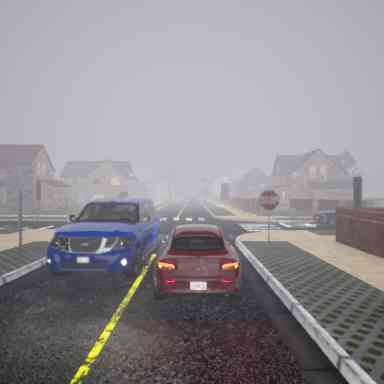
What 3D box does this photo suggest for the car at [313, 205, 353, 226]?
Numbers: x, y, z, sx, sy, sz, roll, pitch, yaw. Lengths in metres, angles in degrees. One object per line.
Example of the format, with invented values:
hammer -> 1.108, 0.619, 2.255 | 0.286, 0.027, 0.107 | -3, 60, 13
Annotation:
car -> 10.769, 1.640, 23.371 | 4.181, 1.385, 1.994 | 0, 0, -1

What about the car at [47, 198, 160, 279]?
car -> -2.344, 1.222, 10.471 | 2.150, 2.045, 5.566 | 0, 0, 4

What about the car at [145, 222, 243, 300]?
car -> 0.124, 1.526, 8.294 | 1.812, 1.442, 4.674 | 0, 0, 0

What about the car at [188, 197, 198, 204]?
car -> 0.262, 1.774, 69.469 | 2.033, 1.411, 5.357 | 0, 0, 0
